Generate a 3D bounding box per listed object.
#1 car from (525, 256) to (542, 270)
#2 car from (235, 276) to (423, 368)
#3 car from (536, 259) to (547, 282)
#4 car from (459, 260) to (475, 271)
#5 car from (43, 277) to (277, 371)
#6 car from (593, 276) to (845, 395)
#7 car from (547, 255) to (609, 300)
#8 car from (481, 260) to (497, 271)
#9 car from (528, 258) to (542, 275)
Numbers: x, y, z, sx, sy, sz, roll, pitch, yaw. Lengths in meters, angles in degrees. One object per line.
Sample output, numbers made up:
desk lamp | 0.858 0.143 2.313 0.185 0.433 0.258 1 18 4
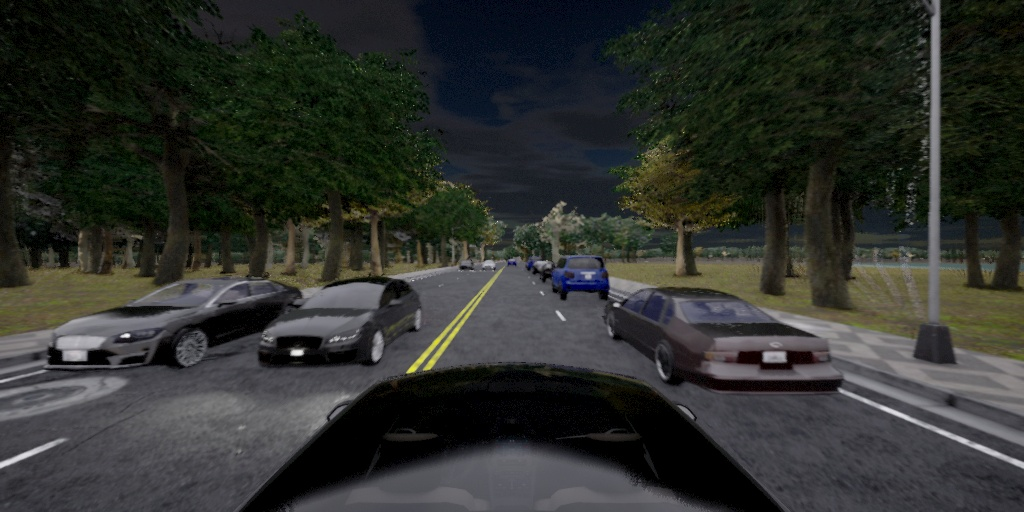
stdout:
car | 3.255 1.047 50.985 2.150 2.045 5.566 0 0 0
car | -3.349 1.256 8.023 1.837 1.490 4.892 0 0 0
car | 3.252 1.254 28.953 1.882 1.535 5.008 0 0 0
car | -6.552 1.334 52.317 1.837 1.490 4.892 0 0 0
car | -6.599 1.243 7.865 2.128 1.511 4.902 0 0 0
car | 3.250 1.298 6.952 2.033 1.411 5.357 0 0 0
car | 3.251 0.981 17.983 2.150 2.045 5.566 0 0 0
car | -3.302 1.355 52.285 1.812 1.442 4.674 0 0 0
car | 3.254 1.303 39.984 2.163 1.488 4.792 0 0 0
